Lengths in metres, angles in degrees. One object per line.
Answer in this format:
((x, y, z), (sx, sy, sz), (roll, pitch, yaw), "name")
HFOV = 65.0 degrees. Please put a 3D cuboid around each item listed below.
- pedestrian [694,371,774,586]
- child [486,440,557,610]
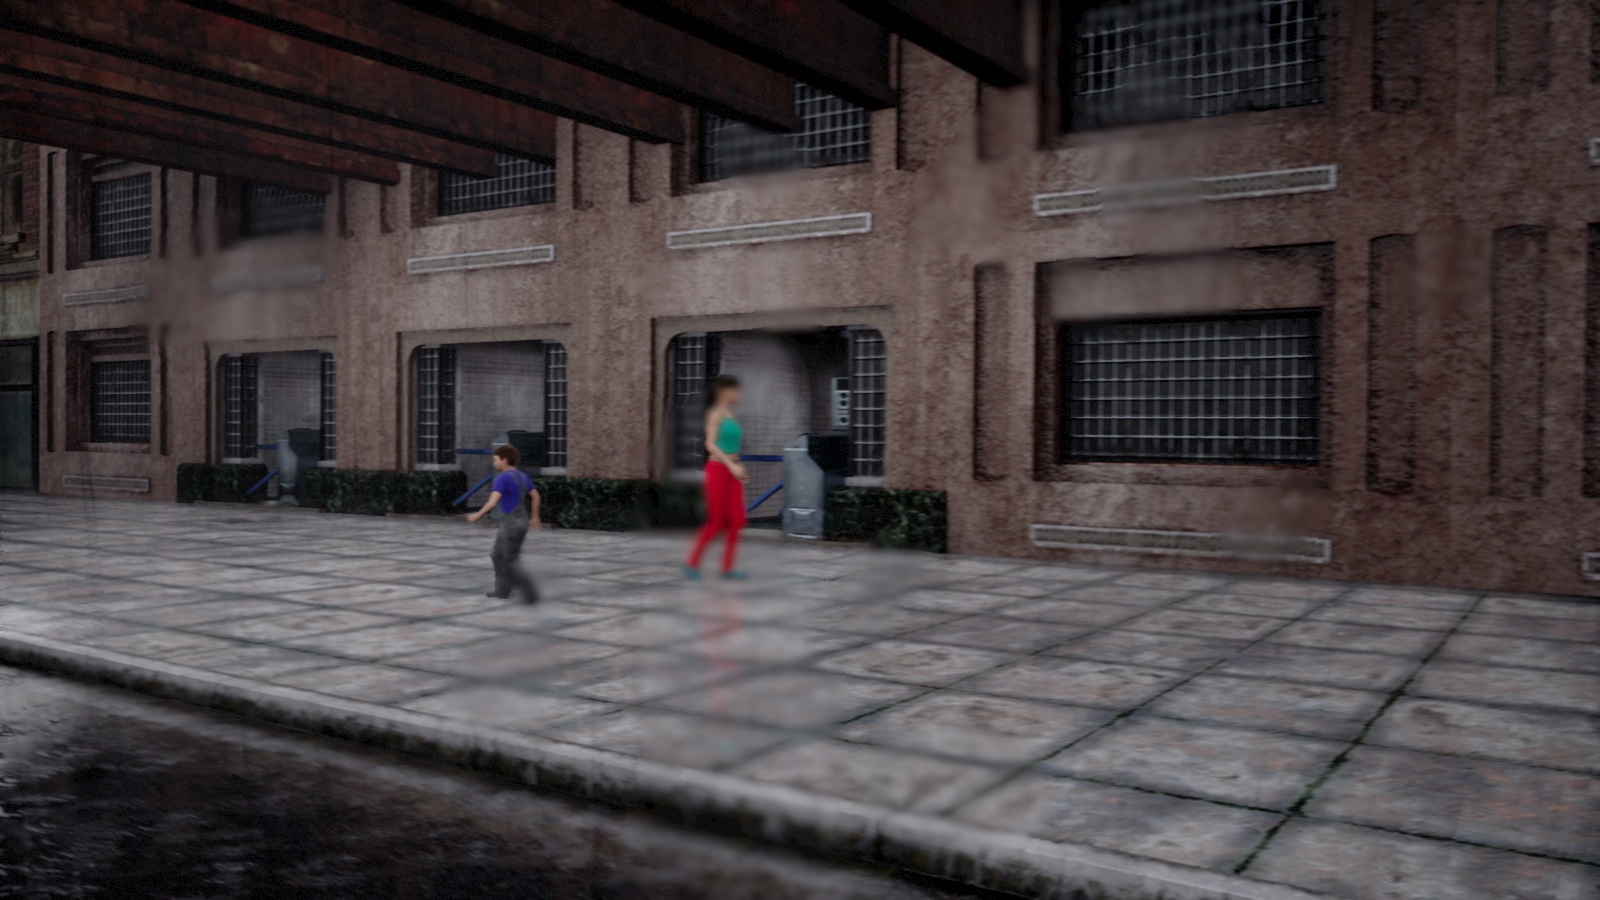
((-0.576, 0.243, 11.040), (0.594, 1.836, 0.345), (0, 1, 24), "pedestrian")
((-2.105, 0.558, 9.497), (0.437, 1.263, 0.270), (0, 1, 10), "child")
